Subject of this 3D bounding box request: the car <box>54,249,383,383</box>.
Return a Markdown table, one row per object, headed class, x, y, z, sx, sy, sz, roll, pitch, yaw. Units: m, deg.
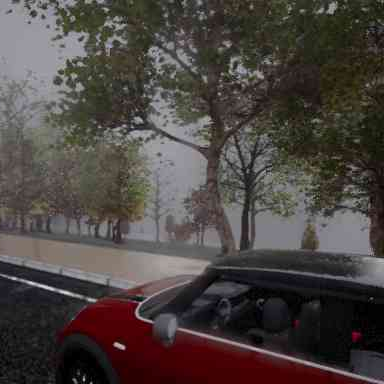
| class | x | y | z | sx | sy | sz | roll | pitch | yaw |
| --- | --- | --- | --- | --- | --- | --- | --- | --- | --- |
| car | 0.716 | 1.362 | 3.171 | 4.553 | 1.767 | 2.097 | -1 | 0 | 36 |
